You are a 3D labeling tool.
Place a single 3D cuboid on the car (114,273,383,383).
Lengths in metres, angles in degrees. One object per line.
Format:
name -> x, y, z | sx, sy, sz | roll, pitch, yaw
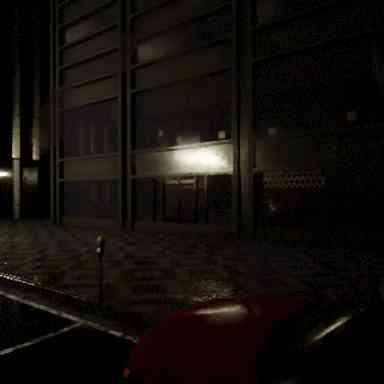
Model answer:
car -> 1.744, 1.311, 1.721 | 5.009, 1.841, 2.192 | 0, 0, 35
